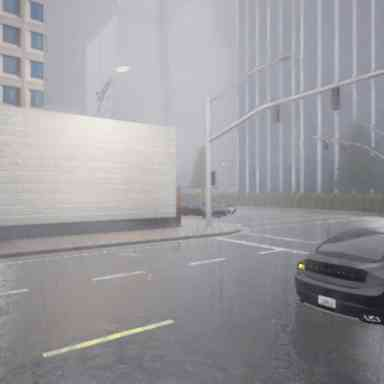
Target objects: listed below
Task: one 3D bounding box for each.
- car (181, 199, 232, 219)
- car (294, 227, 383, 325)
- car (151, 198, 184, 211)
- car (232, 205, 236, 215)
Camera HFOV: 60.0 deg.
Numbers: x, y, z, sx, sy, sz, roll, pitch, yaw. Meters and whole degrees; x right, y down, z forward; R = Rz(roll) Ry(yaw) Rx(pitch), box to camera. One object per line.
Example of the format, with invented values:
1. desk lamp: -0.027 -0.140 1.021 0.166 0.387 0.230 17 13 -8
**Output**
1. car: 0.806 1.562 29.580 2.033 1.411 5.357 0 0 -36
2. car: 4.089 1.489 6.756 4.892 1.490 1.837 0 0 -37
3. car: -3.108 1.511 41.072 1.837 1.490 4.892 0 0 -35
4. car: 2.368 1.498 33.411 2.128 1.511 4.902 0 0 -36
